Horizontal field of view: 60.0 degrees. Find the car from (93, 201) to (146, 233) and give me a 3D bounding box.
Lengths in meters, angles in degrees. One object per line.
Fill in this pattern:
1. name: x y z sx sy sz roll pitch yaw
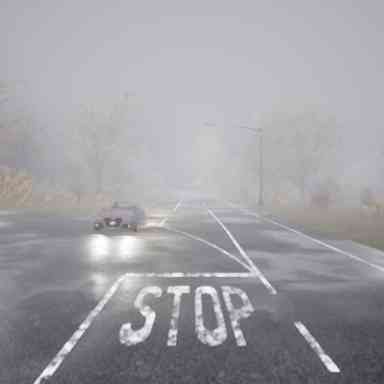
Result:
1. car: -3.467 1.139 16.622 1.994 1.385 4.181 2 1 0
